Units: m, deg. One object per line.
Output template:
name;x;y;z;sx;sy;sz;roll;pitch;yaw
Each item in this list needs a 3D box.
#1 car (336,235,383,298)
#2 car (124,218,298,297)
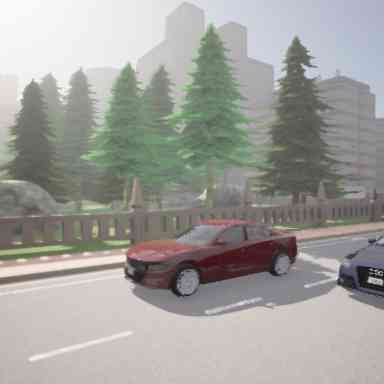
car;5.253;1.584;7.736;4.181;1.385;1.994;0;0;-35
car;0.687;1.491;8.780;5.008;1.535;1.882;0;0;-35
